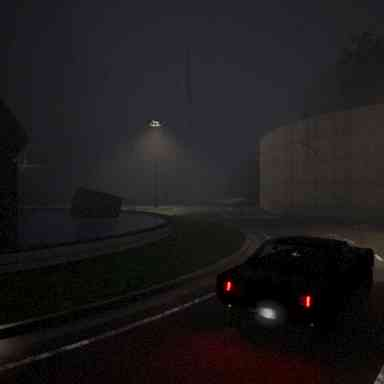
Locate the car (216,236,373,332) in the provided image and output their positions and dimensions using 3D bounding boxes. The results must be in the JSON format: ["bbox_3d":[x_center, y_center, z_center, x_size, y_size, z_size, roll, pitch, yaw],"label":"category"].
[{"bbox_3d":[2.493,1.601,6.980,1.895,1.301,4.718,0,0,36],"label":"car"}]

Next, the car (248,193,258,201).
[{"bbox_3d":[16.129,1.224,87.639,2.150,2.045,5.566,0,0,18],"label":"car"}]
